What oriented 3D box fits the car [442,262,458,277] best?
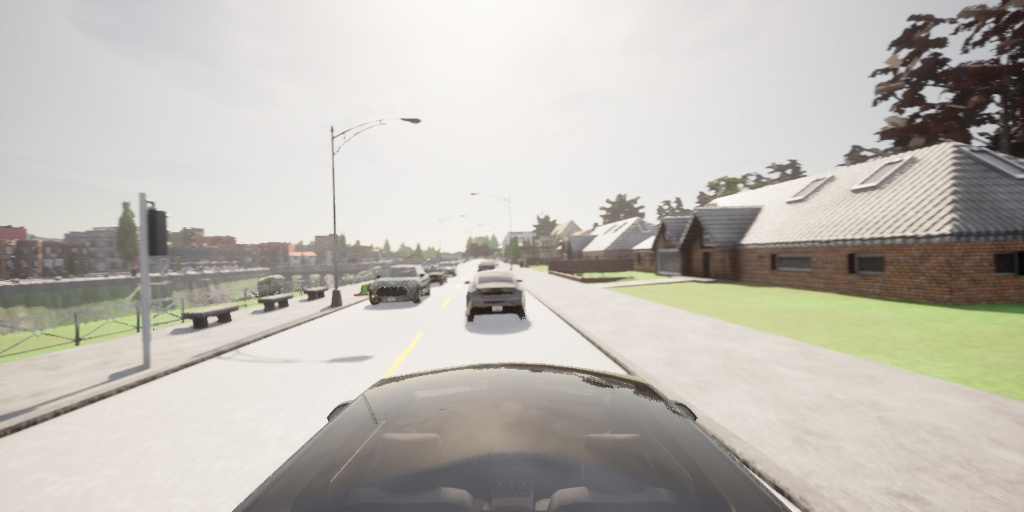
[{"bbox_3d":[-6.751,1.393,37.639,1.837,1.490,4.892,-2,0,-4],"label":"car"}]

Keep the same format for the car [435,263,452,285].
[{"bbox_3d":[-5.972,1.480,27.218,1.895,1.301,4.718,-2,0,-4],"label":"car"}]

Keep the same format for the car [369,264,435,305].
[{"bbox_3d":[-5.191,1.221,17.121,2.097,1.767,4.553,-2,0,-4],"label":"car"}]

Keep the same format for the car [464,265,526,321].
[{"bbox_3d":[-0.616,1.259,12.658,1.837,1.490,4.892,-2,0,-5],"label":"car"}]

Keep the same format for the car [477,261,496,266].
[{"bbox_3d":[-2.766,1.259,39.275,1.882,1.535,5.008,-2,0,-4],"label":"car"}]
